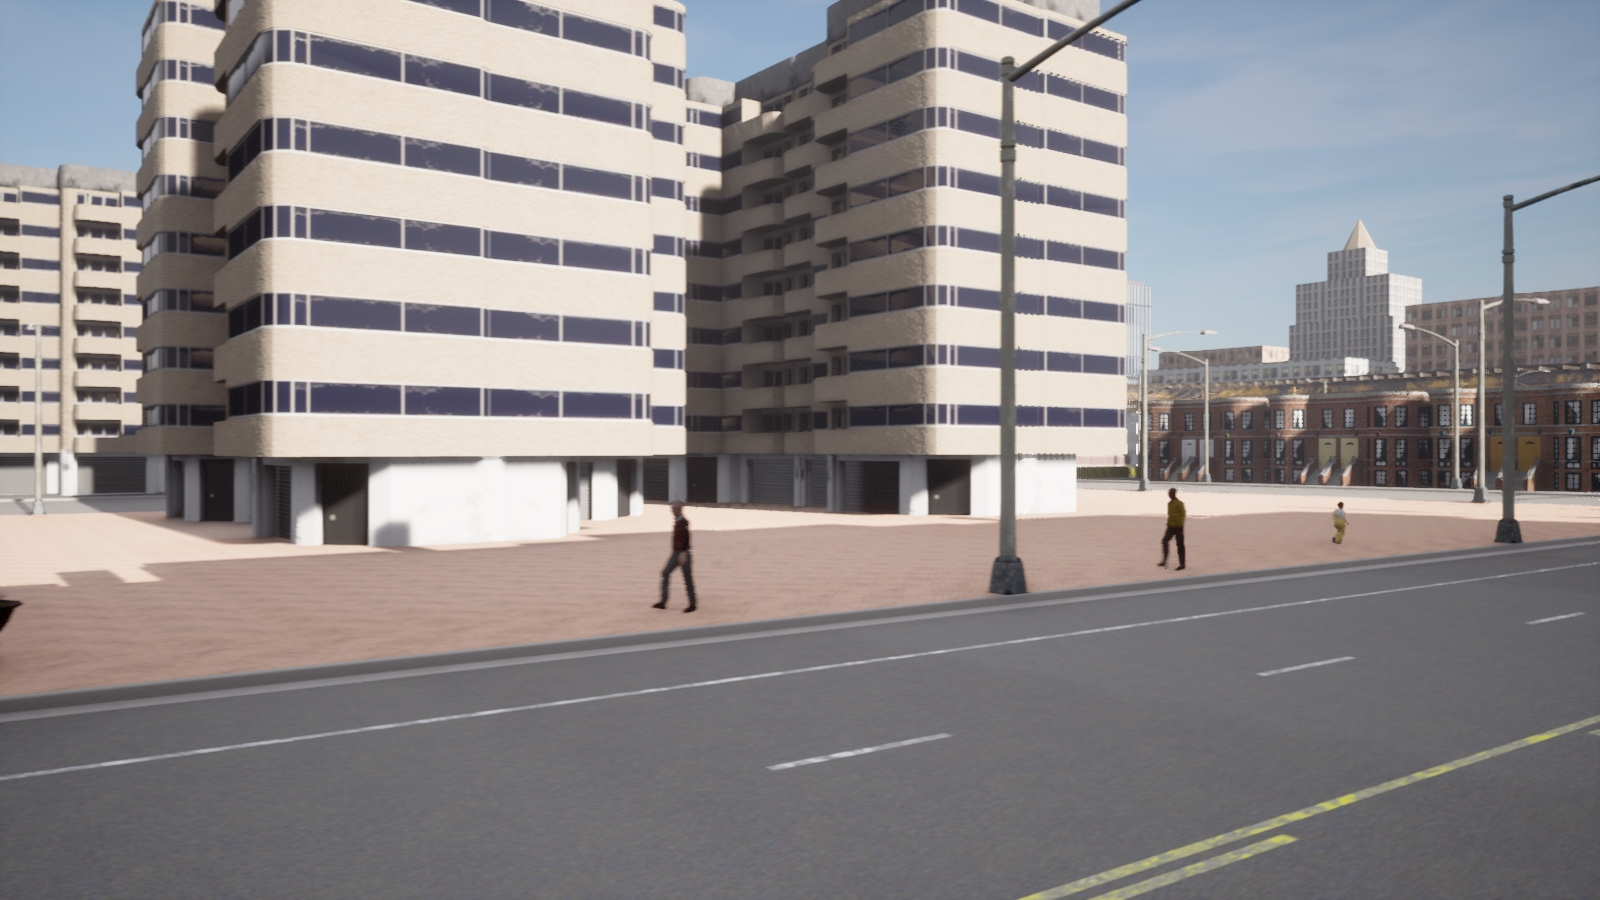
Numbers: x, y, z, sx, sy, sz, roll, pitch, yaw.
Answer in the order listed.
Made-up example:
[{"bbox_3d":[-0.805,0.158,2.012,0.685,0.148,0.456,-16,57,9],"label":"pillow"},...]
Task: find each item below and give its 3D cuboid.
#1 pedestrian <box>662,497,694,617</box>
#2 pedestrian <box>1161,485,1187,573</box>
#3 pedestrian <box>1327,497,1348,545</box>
[{"bbox_3d":[-1.947,1.698,18.289,0.375,1.860,0.375,0,0,-34],"label":"pedestrian"},{"bbox_3d":[8.091,1.696,24.740,0.375,1.860,0.375,0,0,-26],"label":"pedestrian"},{"bbox_3d":[15.052,1.984,31.983,0.375,1.300,0.375,0,0,-23],"label":"pedestrian"}]
